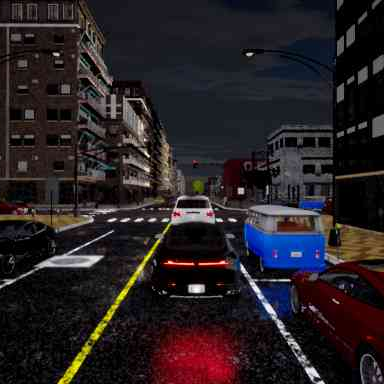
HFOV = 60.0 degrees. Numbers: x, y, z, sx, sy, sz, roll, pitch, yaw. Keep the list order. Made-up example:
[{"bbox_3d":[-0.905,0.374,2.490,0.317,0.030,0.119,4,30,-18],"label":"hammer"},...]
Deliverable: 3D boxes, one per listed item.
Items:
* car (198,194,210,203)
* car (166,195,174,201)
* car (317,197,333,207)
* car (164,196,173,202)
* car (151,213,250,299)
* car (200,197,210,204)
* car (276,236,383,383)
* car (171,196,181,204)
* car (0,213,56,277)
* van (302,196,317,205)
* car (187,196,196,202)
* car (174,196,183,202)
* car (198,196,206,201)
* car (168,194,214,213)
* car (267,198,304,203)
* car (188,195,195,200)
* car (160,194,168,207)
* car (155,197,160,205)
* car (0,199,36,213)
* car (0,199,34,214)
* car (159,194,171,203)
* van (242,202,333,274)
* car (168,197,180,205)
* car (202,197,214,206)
[{"bbox_3d":[2.544,1.375,71.670,2.192,1.841,5.009,0,0,0],"label":"car"},{"bbox_3d":[-5.872,1.617,88.099,1.752,1.417,4.829,0,0,0],"label":"car"},{"bbox_3d":[14.857,1.359,31.182,5.009,1.841,2.192,0,0,0],"label":"car"},{"bbox_3d":[-5.861,1.631,82.730,2.008,1.369,4.403,0,0,0],"label":"car"},{"bbox_3d":[0.080,1.506,8.447,1.837,1.490,4.892,0,0,0],"label":"car"},{"bbox_3d":[2.555,1.633,66.130,1.802,1.307,4.206,0,0,0],"label":"car"},{"bbox_3d":[2.651,1.582,4.576,1.802,1.307,4.206,0,0,0],"label":"car"},{"bbox_3d":[-3.156,1.580,68.119,1.812,1.442,4.674,0,0,0],"label":"car"},{"bbox_3d":[-5.709,1.567,10.273,1.947,1.339,4.313,0,0,0],"label":"car"},{"bbox_3d":[14.817,1.426,39.562,3.998,1.788,1.690,0,0,0],"label":"van"},{"bbox_3d":[-0.170,1.618,81.435,2.033,1.411,5.357,0,0,0],"label":"car"},{"bbox_3d":[-3.164,1.624,78.135,1.994,1.385,4.181,0,0,0],"label":"car"},{"bbox_3d":[2.508,1.643,88.287,2.008,1.369,4.403,0,0,0],"label":"car"},{"bbox_3d":[0.051,1.225,18.448,2.150,2.045,5.566,0,0,0],"label":"car"},{"bbox_3d":[9.212,1.603,37.238,5.357,1.411,2.033,0,0,4],"label":"car"},{"bbox_3d":[-0.191,1.584,91.885,1.895,1.301,4.718,0,0,0],"label":"car"},{"bbox_3d":[-3.204,1.382,50.120,2.097,1.767,4.553,0,0,0],"label":"car"},{"bbox_3d":[-5.814,1.569,60.402,1.752,1.417,4.829,0,0,0],"label":"car"},{"bbox_3d":[-20.434,1.523,36.809,5.357,1.411,2.033,0,0,0],"label":"car"},{"bbox_3d":[-17.531,1.535,31.034,4.206,1.307,1.802,0,0,0],"label":"car"},{"bbox_3d":[-5.836,1.375,71.652,2.192,1.841,5.009,0,0,0],"label":"car"},{"bbox_3d":[2.639,1.342,10.265,1.690,1.788,3.998,0,0,0],"label":"van"},{"bbox_3d":[-3.199,1.642,59.063,1.895,1.301,4.718,0,0,0],"label":"car"},{"bbox_3d":[2.578,1.562,55.222,1.752,1.417,4.829,0,0,0],"label":"car"}]
